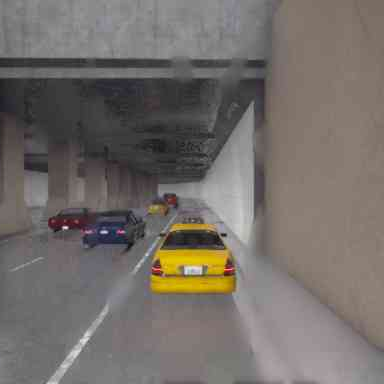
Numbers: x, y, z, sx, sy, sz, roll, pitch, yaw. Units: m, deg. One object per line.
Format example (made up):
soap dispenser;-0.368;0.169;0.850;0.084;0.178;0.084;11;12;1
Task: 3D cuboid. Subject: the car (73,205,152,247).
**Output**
car;-3.253;1.547;14.893;2.033;1.411;5.357;0;0;0

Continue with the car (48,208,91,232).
car;-6.741;1.600;19.975;1.895;1.301;4.718;0;0;0

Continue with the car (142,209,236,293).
car;0.031;1.457;8.835;1.801;1.575;5.366;0;0;0

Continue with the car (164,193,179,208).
car;-3.168;1.221;49.419;2.150;2.045;5.566;0;0;0

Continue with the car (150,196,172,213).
car;-3.307;1.456;33.568;1.801;1.575;5.366;0;0;0
